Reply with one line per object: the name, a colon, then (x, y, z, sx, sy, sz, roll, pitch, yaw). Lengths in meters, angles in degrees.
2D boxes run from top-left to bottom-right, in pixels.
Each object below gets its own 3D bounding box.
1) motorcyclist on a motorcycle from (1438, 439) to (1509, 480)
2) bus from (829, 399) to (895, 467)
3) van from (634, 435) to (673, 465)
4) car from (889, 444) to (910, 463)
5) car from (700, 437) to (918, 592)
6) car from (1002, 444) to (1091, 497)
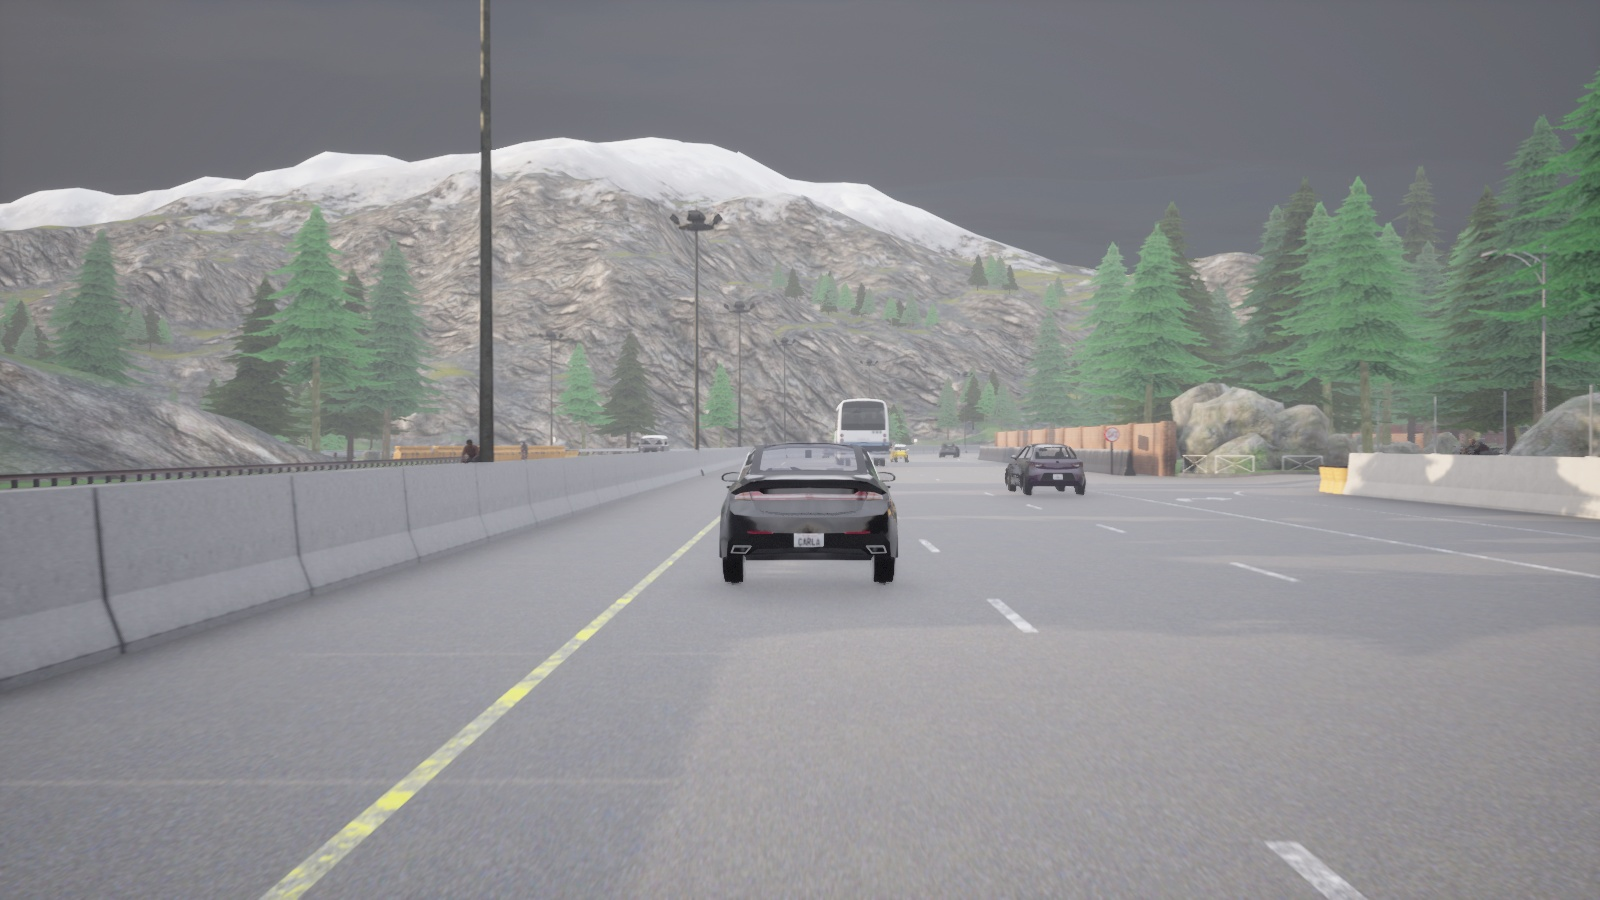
motorcyclist on a motorcycle: (25.452, 0.339, 47.469, 2.191, 1.530, 0.866, 0, 0, 1)
bus: (3.995, -1.101, 84.065, 3.944, 4.253, 10.273, 0, 0, 0)
van: (-9.995, -0.023, 85.987, 2.069, 2.038, 4.480, 0, 0, 0)
car: (7.603, 0.267, 95.851, 1.481, 1.376, 2.207, 0, 1, 1)
car: (0.099, 0.620, 14.711, 2.128, 1.511, 4.902, 0, 0, 0)
car: (7.227, 0.556, 37.197, 1.816, 1.474, 4.193, 0, 0, 0)
